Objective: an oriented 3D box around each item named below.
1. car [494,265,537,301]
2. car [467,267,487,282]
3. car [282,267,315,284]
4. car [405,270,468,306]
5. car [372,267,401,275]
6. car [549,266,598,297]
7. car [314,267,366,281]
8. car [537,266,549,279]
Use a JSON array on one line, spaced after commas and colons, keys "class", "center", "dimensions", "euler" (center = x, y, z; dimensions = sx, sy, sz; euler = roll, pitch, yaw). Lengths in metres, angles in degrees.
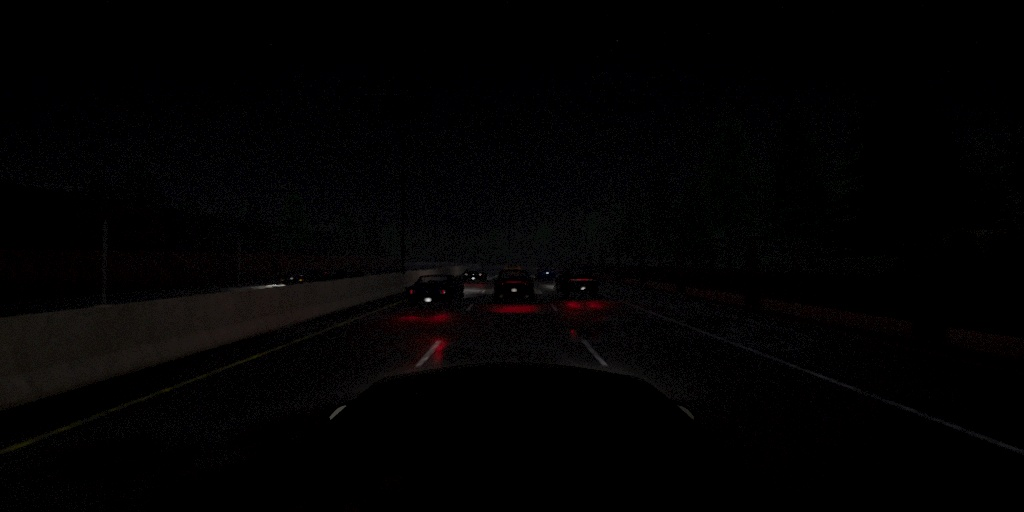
[{"class": "car", "center": [0.095, 1.413, 18.713], "dimensions": [1.882, 1.535, 5.008], "euler": [0, 0, 0]}, {"class": "car", "center": [-3.411, 1.701, 33.918], "dimensions": [1.895, 1.301, 4.718], "euler": [0, -1, 0]}, {"class": "car", "center": [-17.601, 1.629, 30.623], "dimensions": [1.994, 1.385, 4.181], "euler": [0, -1, 0]}, {"class": "car", "center": [-3.406, 1.515, 16.781], "dimensions": [1.895, 1.301, 4.718], "euler": [0, -1, 0]}, {"class": "car", "center": [-10.602, 1.634, 31.042], "dimensions": [1.994, 1.385, 4.181], "euler": [0, -1, 0]}, {"class": "car", "center": [3.595, 1.447, 20.554], "dimensions": [2.128, 1.511, 4.902], "euler": [0, -1, 0]}, {"class": "car", "center": [-14.104, 1.659, 30.006], "dimensions": [1.895, 1.301, 4.718], "euler": [0, -1, 0]}, {"class": "car", "center": [3.589, 1.715, 38.549], "dimensions": [1.994, 1.385, 4.181], "euler": [0, -1, 0]}]
